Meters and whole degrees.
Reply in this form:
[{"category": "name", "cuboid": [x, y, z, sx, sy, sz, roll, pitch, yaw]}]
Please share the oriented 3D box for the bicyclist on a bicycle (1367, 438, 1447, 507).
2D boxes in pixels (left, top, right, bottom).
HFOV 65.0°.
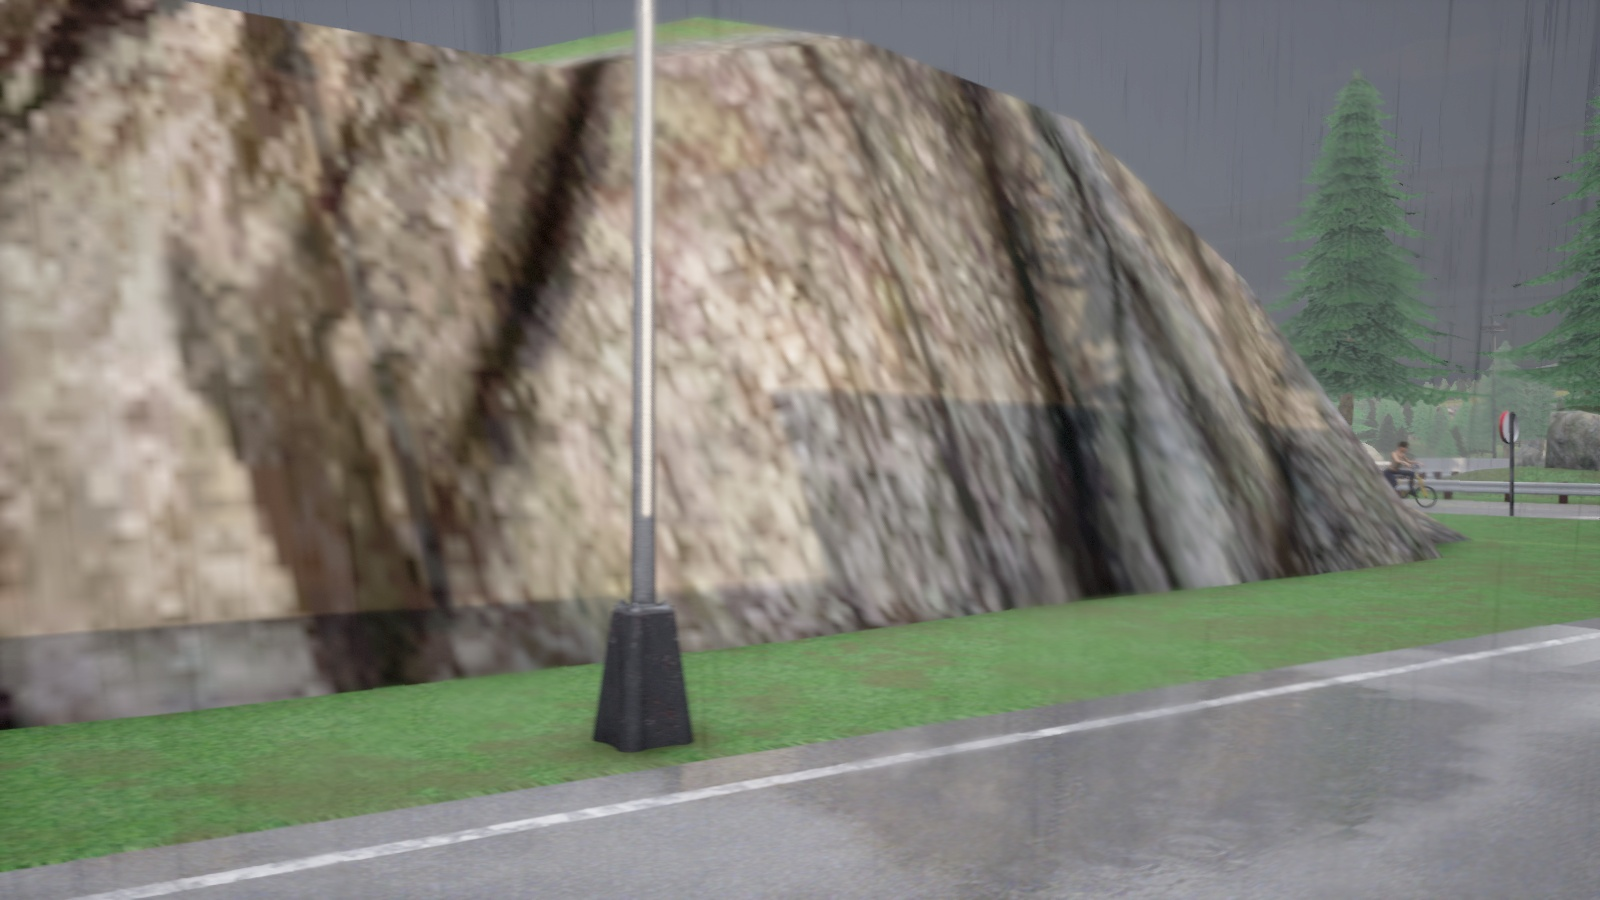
[{"category": "bicyclist on a bicycle", "cuboid": [14.698, 0.533, 30.430, 0.866, 1.612, 1.509, 0, 0, -35]}]
